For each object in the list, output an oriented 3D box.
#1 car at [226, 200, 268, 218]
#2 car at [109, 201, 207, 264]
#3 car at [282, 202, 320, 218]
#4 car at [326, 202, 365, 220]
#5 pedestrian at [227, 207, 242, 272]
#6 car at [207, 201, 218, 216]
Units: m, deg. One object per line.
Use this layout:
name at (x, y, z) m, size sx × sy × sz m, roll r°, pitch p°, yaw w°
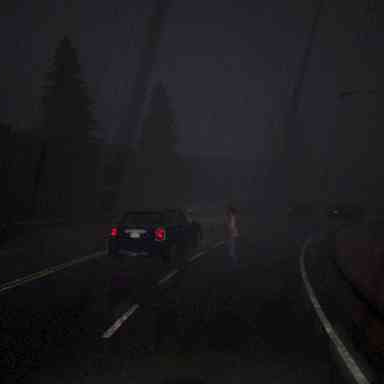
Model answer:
car at (5.027, 1.490, 30.259) m, size 2.128 × 1.511 × 4.902 m, roll 0°, pitch 0°, yaw 43°
car at (-1.123, 1.352, 12.218) m, size 2.097 × 1.767 × 4.553 m, roll 0°, pitch 0°, yaw 17°
car at (9.833, 1.562, 29.964) m, size 1.994 × 1.385 × 4.181 m, roll 0°, pitch 0°, yaw 45°
car at (13.039, 1.563, 28.190) m, size 4.181 × 1.385 × 1.994 m, roll 0°, pitch 0°, yaw -44°
pedestrian at (1.174, 1.293, 9.320) m, size 0.375 × 1.860 × 0.375 m, roll 0°, pitch 0°, yaw 15°
car at (0.540, 1.524, 30.317) m, size 1.812 × 1.442 × 4.674 m, roll 0°, pitch 0°, yaw 39°
